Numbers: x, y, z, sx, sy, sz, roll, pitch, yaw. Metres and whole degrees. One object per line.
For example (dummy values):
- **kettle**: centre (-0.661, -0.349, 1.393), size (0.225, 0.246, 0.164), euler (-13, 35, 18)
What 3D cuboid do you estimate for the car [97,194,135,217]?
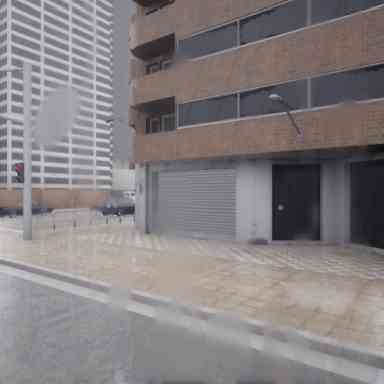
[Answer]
- **car**: centre (-6.219, 1.351, 31.508), size (2.097, 1.767, 4.553), euler (0, 0, 36)

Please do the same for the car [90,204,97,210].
- **car**: centre (-9.383, 1.547, 39.393), size (2.033, 1.411, 5.357), euler (0, 0, 36)

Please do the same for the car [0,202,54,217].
- **car**: centre (-15.533, 1.601, 30.932), size (1.895, 1.301, 4.718), euler (0, 0, 36)
